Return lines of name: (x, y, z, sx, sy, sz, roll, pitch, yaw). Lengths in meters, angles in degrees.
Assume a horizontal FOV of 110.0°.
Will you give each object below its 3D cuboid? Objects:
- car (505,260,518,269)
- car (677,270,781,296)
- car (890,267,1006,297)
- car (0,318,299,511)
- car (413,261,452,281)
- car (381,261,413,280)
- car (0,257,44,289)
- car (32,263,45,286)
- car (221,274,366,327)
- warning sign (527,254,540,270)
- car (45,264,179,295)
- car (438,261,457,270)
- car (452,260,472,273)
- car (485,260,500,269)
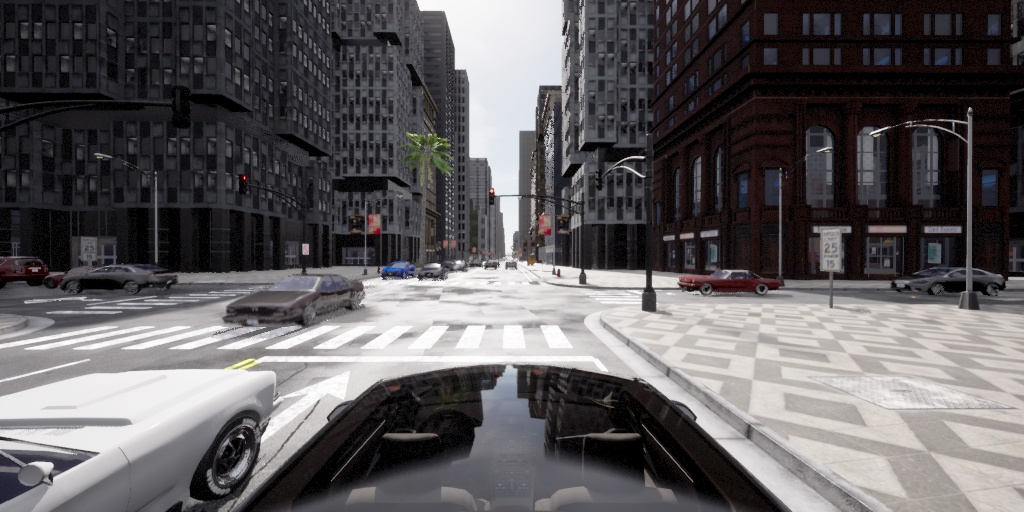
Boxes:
car: (-0.137, 1.399, 59.893, 2.128, 1.511, 4.902, 0, -1, 0)
car: (11.652, 1.414, 19.529, 4.718, 1.301, 1.895, 0, 0, 0)
car: (23.666, 1.359, 19.569, 4.902, 1.511, 2.128, 0, 0, 0)
car: (-3.149, 1.351, 1.460, 1.895, 1.301, 4.718, 0, 0, -3)
car: (-6.684, 1.326, 30.619, 1.994, 1.385, 4.181, 0, 0, -1)
car: (-9.975, 1.244, 31.875, 1.882, 1.535, 5.008, 0, 0, 0)
car: (-30.786, 0.945, 21.293, 5.009, 1.841, 2.192, 0, 0, -1)
car: (-25.148, 1.232, 21.404, 4.207, 1.307, 1.802, 0, 0, -1)
car: (-6.638, 1.299, 11.829, 2.033, 1.411, 5.357, 0, 0, 0)
warning sign: (2.661, 0.940, 47.605, 1.300, 1.860, 1.060, 0, 0, 0)
car: (-20.461, 1.172, 18.802, 4.902, 1.511, 2.128, 0, 0, -1)
car: (-10.063, 1.430, 56.421, 2.033, 1.411, 5.357, 0, 0, 0)
car: (-6.780, 1.308, 45.853, 2.128, 1.511, 4.902, 0, 0, 0)
car: (-3.385, 1.403, 58.570, 1.837, 1.490, 4.892, 0, -1, 0)
